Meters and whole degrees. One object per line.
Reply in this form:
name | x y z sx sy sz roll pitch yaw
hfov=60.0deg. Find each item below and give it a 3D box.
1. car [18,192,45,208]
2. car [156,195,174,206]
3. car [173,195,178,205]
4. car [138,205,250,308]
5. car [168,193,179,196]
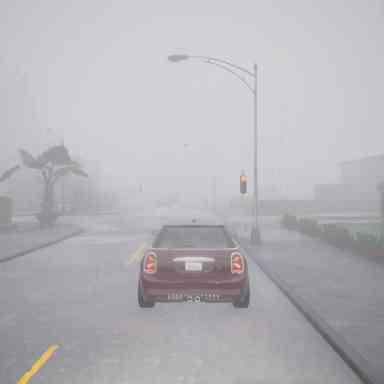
car | -19.721 0.985 41.964 1.905 1.878 3.866 0 0 35
car | -4.052 1.564 47.899 1.994 1.385 4.181 0 0 0
car | -4.022 1.601 57.801 1.895 1.301 4.718 0 0 0
car | 0.052 1.352 8.086 2.097 1.767 4.553 0 0 1
car | -3.943 1.221 68.195 2.150 2.045 5.566 0 0 1
